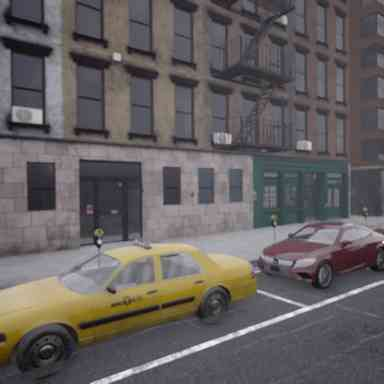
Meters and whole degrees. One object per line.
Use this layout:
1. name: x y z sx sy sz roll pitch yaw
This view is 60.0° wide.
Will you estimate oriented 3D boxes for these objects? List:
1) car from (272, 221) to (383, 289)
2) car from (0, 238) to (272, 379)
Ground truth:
1. car: 3.584 1.467 8.765 4.206 1.307 1.802 -1 1 -36
2. car: -1.040 1.493 5.452 4.829 1.417 1.752 -1 1 -36
